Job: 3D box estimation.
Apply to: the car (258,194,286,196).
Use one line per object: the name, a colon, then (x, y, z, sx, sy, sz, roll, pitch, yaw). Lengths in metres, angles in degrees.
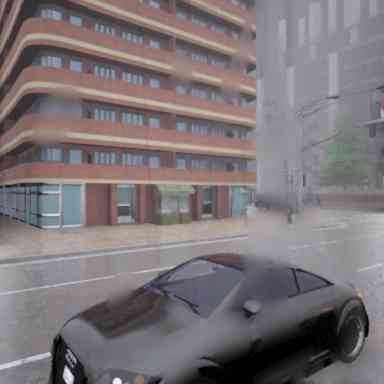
car: (9.692, 1.208, 37.735, 2.150, 2.045, 5.566, 0, 0, -36)

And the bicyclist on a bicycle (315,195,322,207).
bicyclist on a bicycle: (17.805, 1.280, 46.933, 1.656, 1.620, 0.582, 0, 0, -36)

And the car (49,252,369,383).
car: (0.444, 1.561, 4.314, 4.181, 1.385, 1.994, 0, 0, -36)

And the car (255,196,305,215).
car: (8.866, 1.479, 32.937, 2.128, 1.511, 4.902, 0, 0, -36)
